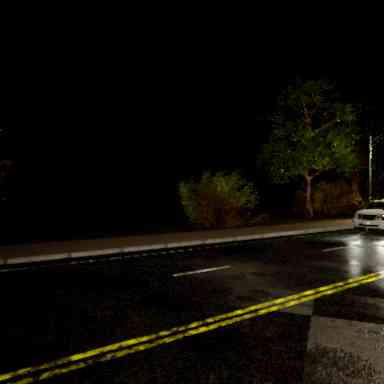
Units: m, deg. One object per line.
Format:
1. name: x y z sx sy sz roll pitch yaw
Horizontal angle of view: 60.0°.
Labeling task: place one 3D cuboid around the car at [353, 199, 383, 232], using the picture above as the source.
1. car: 12.467 1.489 21.133 5.566 2.045 2.150 1 -1 -38
